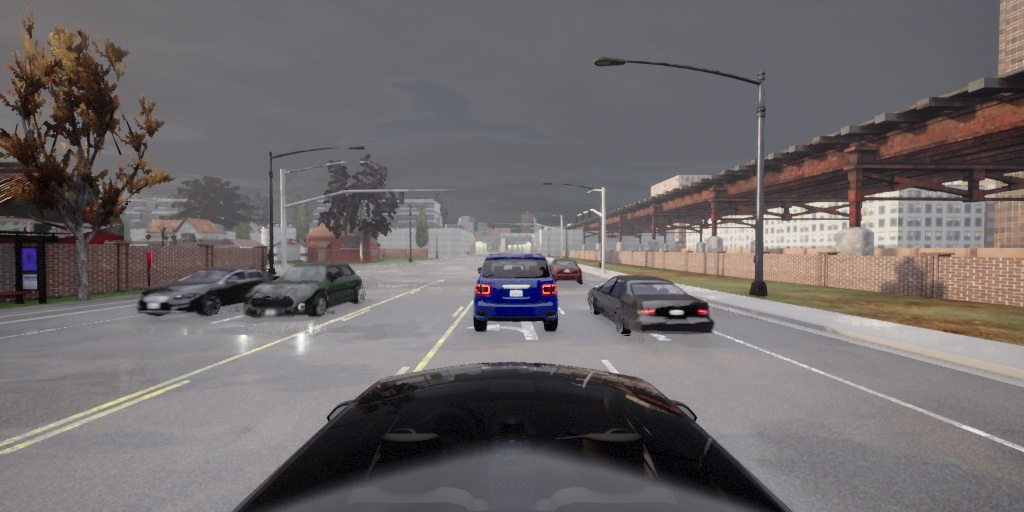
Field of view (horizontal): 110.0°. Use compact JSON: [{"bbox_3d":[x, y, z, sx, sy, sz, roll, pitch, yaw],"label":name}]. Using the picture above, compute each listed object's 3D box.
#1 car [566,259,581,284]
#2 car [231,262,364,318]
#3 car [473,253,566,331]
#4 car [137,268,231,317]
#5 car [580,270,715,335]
[{"bbox_3d":[3.571,0.959,25.327,2.097,1.767,4.553,0,1,0],"label":"car"},{"bbox_3d":[-7.099,1.058,12.778,2.097,1.767,4.553,0,1,0],"label":"car"},{"bbox_3d":[0.089,0.940,10.992,2.150,2.045,5.566,0,0,0],"label":"car"},{"bbox_3d":[-10.600,1.197,13.066,2.128,1.511,4.902,0,0,0],"label":"car"},{"bbox_3d":[3.593,1.270,10.353,2.033,1.411,5.357,0,0,0],"label":"car"}]
